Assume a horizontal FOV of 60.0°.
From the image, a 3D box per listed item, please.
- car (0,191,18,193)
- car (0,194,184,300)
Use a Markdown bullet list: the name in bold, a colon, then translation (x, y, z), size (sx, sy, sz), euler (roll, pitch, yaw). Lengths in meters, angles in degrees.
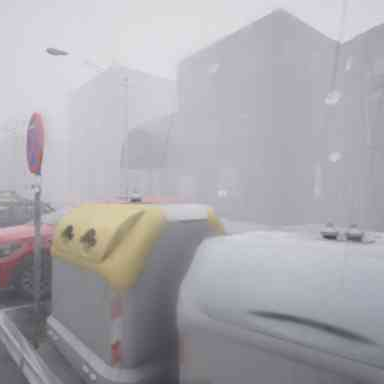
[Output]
- **car**: translation (-11.883, 0.909, 20.011), size (4.892, 1.521, 2.231), euler (1, 2, -40)
- **car**: translation (-2.450, 1.175, 8.715), size (5.566, 2.045, 2.435), euler (1, 1, -40)
